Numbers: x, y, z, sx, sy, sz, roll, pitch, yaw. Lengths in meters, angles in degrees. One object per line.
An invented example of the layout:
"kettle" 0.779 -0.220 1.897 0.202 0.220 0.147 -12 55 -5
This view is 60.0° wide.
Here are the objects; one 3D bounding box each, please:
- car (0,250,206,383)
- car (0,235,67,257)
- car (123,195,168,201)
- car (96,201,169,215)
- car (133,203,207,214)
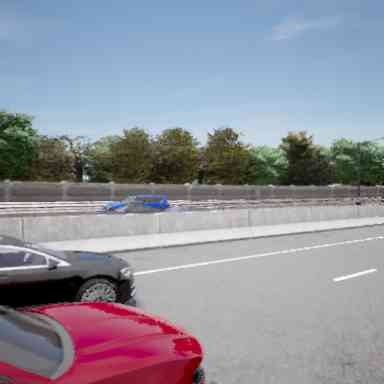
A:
"car" -2.146 1.472 2.205 5.008 1.535 1.882 0 0 -36
"car" -3.342 1.488 5.648 4.902 1.511 2.128 0 0 -35
"car" -4.352 1.261 26.599 5.566 2.045 2.150 1 0 -35
"car" -4.186 1.558 22.442 4.674 1.442 1.812 1 0 -35
"car" -0.633 1.593 20.664 5.357 1.411 2.033 0 0 -35
